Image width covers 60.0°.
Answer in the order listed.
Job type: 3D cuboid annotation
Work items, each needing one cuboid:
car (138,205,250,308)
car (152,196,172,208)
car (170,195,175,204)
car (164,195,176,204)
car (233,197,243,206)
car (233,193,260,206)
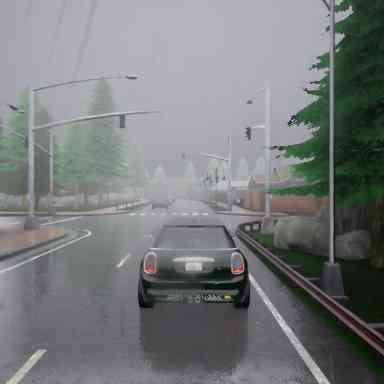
[{"bbox_3d":[0.053,1.352,8.066,2.097,1.767,4.553,0,0,1],"label":"car"},{"bbox_3d":[-4.101,1.535,43.767,1.994,1.385,4.181,0,0,-1],"label":"car"},{"bbox_3d":[-4.187,1.571,53.622,1.895,1.301,4.718,0,0,0],"label":"car"},{"bbox_3d":[-4.279,1.448,65.497,1.882,1.535,5.008,0,0,0],"label":"car"},{"bbox_3d":[8.791,1.144,48.803,4.605,1.855,1.932,0,0,-1],"label":"car"},{"bbox_3d":[8.374,1.146,51.312,3.866,1.878,1.905,0,0,-1],"label":"car"}]
